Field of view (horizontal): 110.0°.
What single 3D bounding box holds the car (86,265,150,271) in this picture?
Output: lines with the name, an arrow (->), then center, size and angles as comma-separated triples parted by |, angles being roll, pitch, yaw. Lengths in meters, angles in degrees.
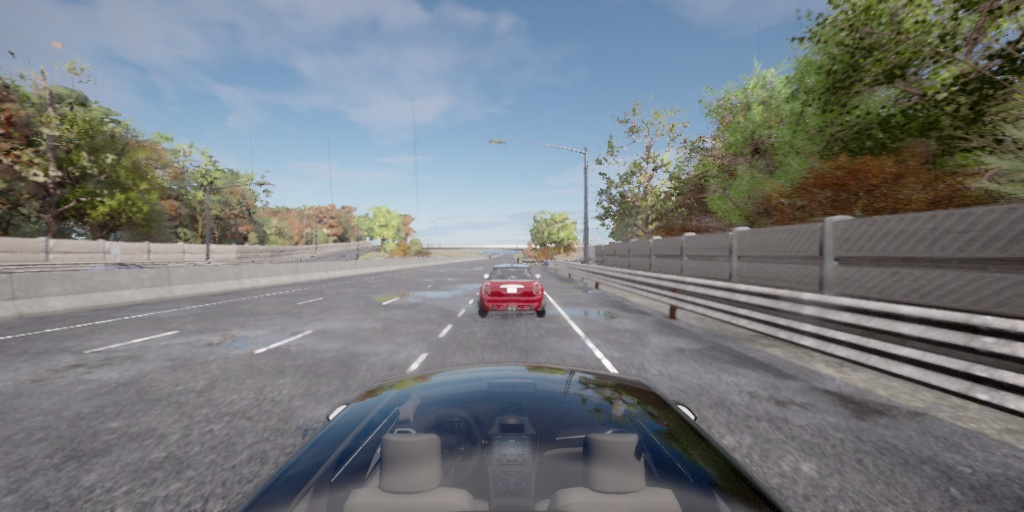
car -> -24.589, 1.240, 22.199 | 2.033, 1.411, 5.357 | 0, 0, 0

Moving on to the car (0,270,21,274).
car -> -31.590, 1.245, 20.081 | 2.033, 1.411, 5.357 | 0, 0, 0

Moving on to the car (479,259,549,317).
car -> 0.003, 1.067, 13.146 | 2.097, 1.767, 4.553 | 0, 0, 0
